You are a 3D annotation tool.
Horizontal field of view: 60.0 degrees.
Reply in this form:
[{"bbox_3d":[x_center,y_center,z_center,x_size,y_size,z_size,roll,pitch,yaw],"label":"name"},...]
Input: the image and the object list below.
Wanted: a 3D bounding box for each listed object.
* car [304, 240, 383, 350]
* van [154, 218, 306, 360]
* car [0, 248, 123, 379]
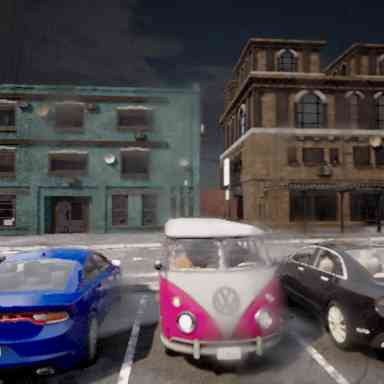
[{"bbox_3d":[3.065,1.714,6.677,2.231,1.521,4.892,-1,-2,-4],"label":"car"},{"bbox_3d":[0.293,1.523,6.371,1.878,1.987,4.442,-1,-2,-4],"label":"van"},{"bbox_3d":[-2.487,1.794,6.267,2.097,1.535,5.008,-1,-2,-4],"label":"car"}]
